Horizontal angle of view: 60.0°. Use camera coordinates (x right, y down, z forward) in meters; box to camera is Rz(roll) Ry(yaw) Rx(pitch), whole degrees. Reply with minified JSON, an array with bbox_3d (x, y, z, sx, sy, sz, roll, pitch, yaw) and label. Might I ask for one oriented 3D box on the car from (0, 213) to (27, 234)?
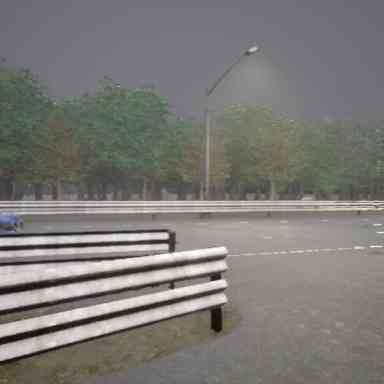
[{"bbox_3d":[-7.924,1.023,9.754,5.566,2.045,2.150,1,0,-20],"label":"car"}]
